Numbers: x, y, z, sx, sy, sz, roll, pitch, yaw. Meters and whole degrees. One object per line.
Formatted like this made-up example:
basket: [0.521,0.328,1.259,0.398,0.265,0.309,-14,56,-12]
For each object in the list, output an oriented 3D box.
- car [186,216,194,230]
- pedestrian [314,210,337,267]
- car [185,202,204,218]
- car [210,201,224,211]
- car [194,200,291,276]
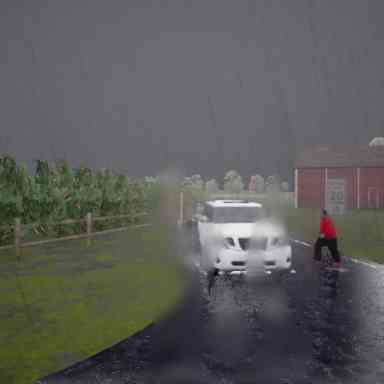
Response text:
car: [0.530,1.731,23.120,1.837,1.490,4.892,0,-1,-3]
pedestrian: [4.201,1.398,10.465,0.375,1.860,0.375,-1,0,-7]
car: [0.229,1.857,35.261,1.837,1.490,4.892,0,-1,0]
car: [3.804,2.084,50.027,1.994,1.385,4.181,0,-1,4]
car: [1.414,1.315,11.022,2.150,2.045,5.566,0,-1,-3]
